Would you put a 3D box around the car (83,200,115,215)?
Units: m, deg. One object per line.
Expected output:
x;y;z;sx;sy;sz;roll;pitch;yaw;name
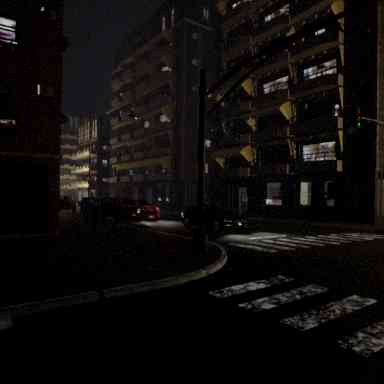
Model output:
-10.230;1.651;36.378;1.994;1.385;4.181;1;-1;-35;car

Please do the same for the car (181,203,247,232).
1.214;1.527;20.273;1.837;1.490;4.892;1;-1;-36;car

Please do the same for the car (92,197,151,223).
-5.521;1.310;25.459;2.192;1.841;5.009;1;-1;-35;car

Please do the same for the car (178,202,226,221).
0.806;1.686;30.151;1.752;1.417;4.829;1;-1;-35;car

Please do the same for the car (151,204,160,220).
-4.519;1.405;28.315;2.097;1.767;4.553;1;-1;-35;car

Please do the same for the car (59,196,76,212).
-15.190;1.369;39.108;2.192;1.841;5.009;1;-1;-35;car

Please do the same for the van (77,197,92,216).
-8.745;1.355;30.008;1.690;1.788;3.998;1;-1;-35;van

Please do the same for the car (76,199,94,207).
-18.434;1.868;57.309;1.802;1.307;4.206;1;-1;-35;car
